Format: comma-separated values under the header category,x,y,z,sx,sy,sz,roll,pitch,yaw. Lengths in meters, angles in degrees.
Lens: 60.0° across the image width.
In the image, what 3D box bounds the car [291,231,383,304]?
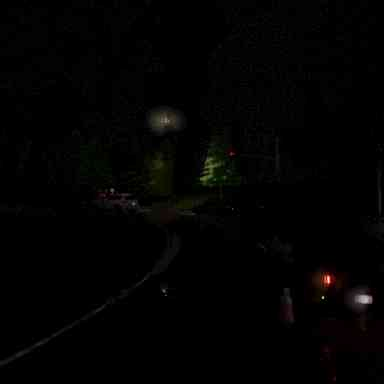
category,x,y,z,sx,sy,sz,roll,pitch,yaw
car,3.500,1.596,8.026,1.895,1.301,4.718,0,0,12

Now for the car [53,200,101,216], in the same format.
category,x,y,z,sx,sy,sz,roll,pitch,yaw
car,-11.326,1.513,31.932,4.674,1.442,1.812,0,0,31

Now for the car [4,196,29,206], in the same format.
category,x,y,z,sx,sy,sz,roll,pitch,yaw
car,-28.993,1.484,54.903,4.892,1.490,1.837,-1,0,31

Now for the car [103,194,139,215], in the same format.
category,x,y,z,sx,sy,sz,roll,pitch,yaw
car,-8.003,1.207,34.012,5.566,2.045,2.150,0,0,31

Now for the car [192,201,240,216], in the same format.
category,x,y,z,sx,sy,sz,roll,pitch,yaw
car,2.072,1.547,32.004,4.181,1.385,1.994,0,0,31

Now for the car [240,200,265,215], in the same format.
category,x,y,z,sx,sy,sz,roll,pitch,yaw
car,5.313,1.545,34.131,4.181,1.385,1.994,0,0,31
